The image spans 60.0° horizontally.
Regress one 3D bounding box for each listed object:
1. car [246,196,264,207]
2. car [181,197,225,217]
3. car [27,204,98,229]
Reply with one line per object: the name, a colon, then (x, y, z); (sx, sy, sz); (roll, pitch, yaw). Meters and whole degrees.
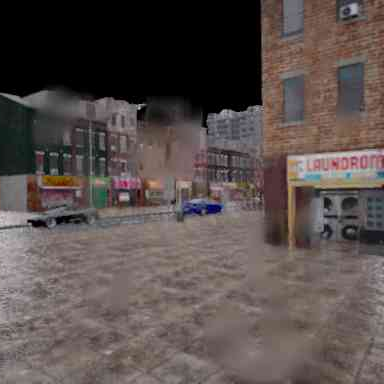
car: (8.551, 1.233, 43.152); (1.802, 1.307, 4.206); (-1, 0, 35)
car: (0.999, 1.198, 28.027); (1.882, 1.535, 5.008); (-1, 0, 35)
car: (-7.742, 1.405, 20.298); (1.947, 1.339, 4.313); (0, 0, 35)
